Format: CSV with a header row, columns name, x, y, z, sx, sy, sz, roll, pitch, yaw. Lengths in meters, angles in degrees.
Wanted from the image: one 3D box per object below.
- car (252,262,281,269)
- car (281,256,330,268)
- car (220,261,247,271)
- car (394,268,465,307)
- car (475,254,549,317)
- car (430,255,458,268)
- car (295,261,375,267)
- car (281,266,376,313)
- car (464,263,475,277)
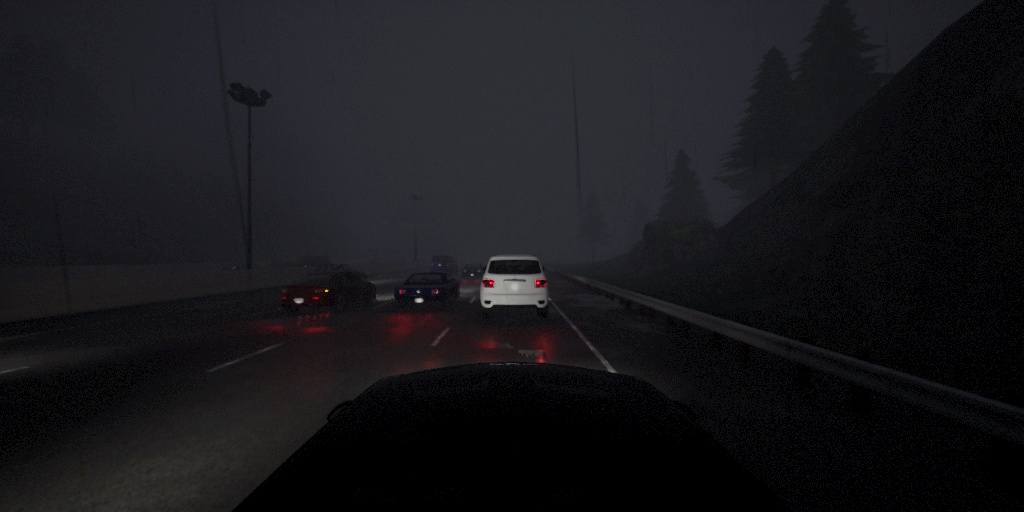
name,x,y,z,sx,sy,sz,roll,pitch,yaw
car,-24.675,1.302,38.092,2.033,1.411,5.357,0,0,0
car,-21.173,0.974,37.750,2.150,2.045,5.566,0,0,0
car,-31.671,1.284,41.937,1.812,1.442,4.674,0,0,0
car,-3.429,1.349,15.466,1.895,1.301,4.718,0,0,0
car,0.075,0.968,13.240,2.150,2.045,5.566,0,0,0
car,-6.979,0.964,37.270,2.150,2.045,5.566,0,0,0
car,-10.443,1.242,21.660,2.128,1.511,4.902,0,0,0
car,-6.927,1.276,13.954,1.812,1.442,4.674,0,0,0
car,-3.471,1.343,33.361,1.895,1.301,4.718,0,0,0
